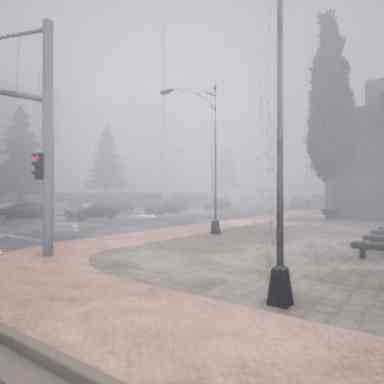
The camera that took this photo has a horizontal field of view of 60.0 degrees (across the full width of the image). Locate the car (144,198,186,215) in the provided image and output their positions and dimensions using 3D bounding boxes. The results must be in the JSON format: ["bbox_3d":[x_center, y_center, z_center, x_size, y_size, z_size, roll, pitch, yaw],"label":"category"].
[{"bbox_3d":[-2.951,1.564,34.140,1.994,1.385,4.181,0,0,37],"label":"car"}]

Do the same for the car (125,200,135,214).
[{"bbox_3d":[-7.919,1.489,33.308,2.128,1.511,4.902,0,0,36],"label":"car"}]

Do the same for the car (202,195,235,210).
[{"bbox_3d":[3.207,1.508,42.499,1.837,1.490,4.892,0,0,36],"label":"car"}]

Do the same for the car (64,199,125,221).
[{"bbox_3d":[-8.101,1.523,27.120,1.812,1.442,4.674,0,0,36],"label":"car"}]

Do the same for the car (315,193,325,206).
[{"bbox_3d":[21.086,1.232,54.665,2.150,2.045,5.566,0,0,36],"label":"car"}]

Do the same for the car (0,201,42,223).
[{"bbox_3d":[-13.537,1.500,25.755,1.837,1.490,4.892,0,0,38],"label":"car"}]

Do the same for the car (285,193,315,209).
[{"bbox_3d":[15.249,1.360,46.739,2.097,1.767,4.553,0,0,36],"label":"car"}]

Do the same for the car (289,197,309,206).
[{"bbox_3d":[18.389,1.574,56.913,1.994,1.385,4.181,0,0,36],"label":"car"}]

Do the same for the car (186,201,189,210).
[{"bbox_3d":[-2.320,1.505,40.906,1.837,1.490,4.892,0,0,37],"label":"car"}]

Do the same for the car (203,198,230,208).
[{"bbox_3d":[3.655,1.567,48.980,1.994,1.385,4.181,0,0,37],"label":"car"}]
